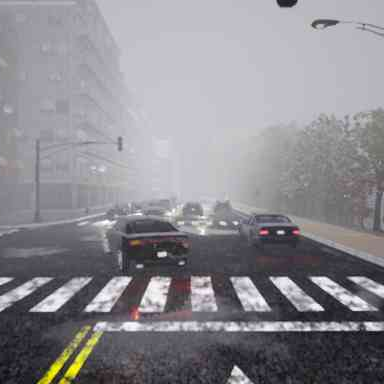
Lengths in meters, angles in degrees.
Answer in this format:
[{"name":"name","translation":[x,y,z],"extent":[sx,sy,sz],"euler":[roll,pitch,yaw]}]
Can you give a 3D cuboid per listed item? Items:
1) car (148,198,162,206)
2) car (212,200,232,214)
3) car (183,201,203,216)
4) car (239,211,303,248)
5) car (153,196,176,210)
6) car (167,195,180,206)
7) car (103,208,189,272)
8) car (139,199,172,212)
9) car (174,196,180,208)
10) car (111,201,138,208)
[{"name":"car","translation":[-6.506,1.724,59.104],"extent":[1.994,1.385,4.181],"euler":[0,0,0]},{"name":"car","translation":[3.347,1.586,37.313],"extent":[2.128,1.511,4.902],"euler":[0,0,0]},{"name":"car","translation":[0.097,1.650,34.077],"extent":[1.994,1.385,4.181],"euler":[0,0,0]},{"name":"car","translation":[3.347,1.586,15.056],"extent":[2.033,1.411,5.357],"euler":[0,0,0]},{"name":"car","translation":[-3.332,1.610,40.898],"extent":[1.837,1.490,4.892],"euler":[0,0,0]},{"name":"car","translation":[-3.256,1.515,59.965],"extent":[2.097,1.767,4.553],"euler":[0,0,0]},{"name":"car","translation":[-1.698,1.519,11.090],"extent":[1.882,1.535,5.008],"euler":[0,-1,-22]},{"name":"car","translation":[-3.347,1.626,31.298],"extent":[2.033,1.411,5.357],"euler":[0,0,0]},{"name":"car","translation":[-3.267,1.696,49.812],"extent":[1.994,1.385,4.181],"euler":[0,0,0]},{"name":"car","translation":[-6.596,1.678,31.043],"extent":[1.895,1.301,4.718],"euler":[0,0,0]}]
